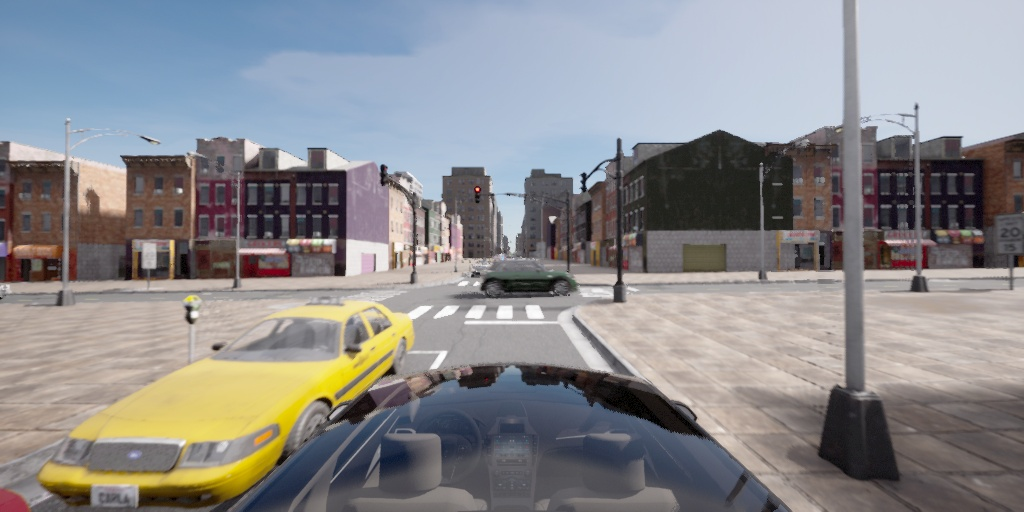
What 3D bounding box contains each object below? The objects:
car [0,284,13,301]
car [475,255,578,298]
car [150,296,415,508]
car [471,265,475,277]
[{"bbox_3d":[-27.359,1.655,17.153,4.718,1.301,1.895,-1,-1,0],"label":"car"},{"bbox_3d":[0.769,0.957,16.986,4.553,1.767,2.097,-1,0,0],"label":"car"},{"bbox_3d":[-2.638,1.261,4.784,1.751,1.417,4.829,0,0,0],"label":"car"},{"bbox_3d":[-2.646,1.103,32.057,2.007,1.370,4.403,0,0,0],"label":"car"}]
